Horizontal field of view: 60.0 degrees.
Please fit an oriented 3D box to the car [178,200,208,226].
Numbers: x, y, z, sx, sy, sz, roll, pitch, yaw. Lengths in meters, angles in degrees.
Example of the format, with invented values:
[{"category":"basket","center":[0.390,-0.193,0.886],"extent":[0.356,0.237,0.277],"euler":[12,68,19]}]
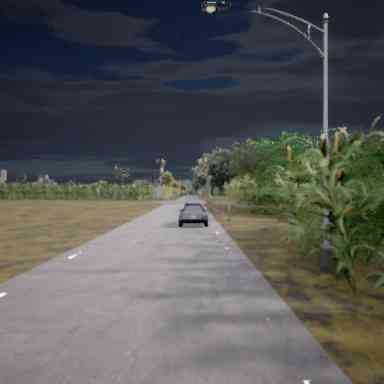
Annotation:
[{"category":"car","center":[0.095,1.519,23.005],"extent":[1.994,1.385,4.181],"euler":[0,0,0]}]
